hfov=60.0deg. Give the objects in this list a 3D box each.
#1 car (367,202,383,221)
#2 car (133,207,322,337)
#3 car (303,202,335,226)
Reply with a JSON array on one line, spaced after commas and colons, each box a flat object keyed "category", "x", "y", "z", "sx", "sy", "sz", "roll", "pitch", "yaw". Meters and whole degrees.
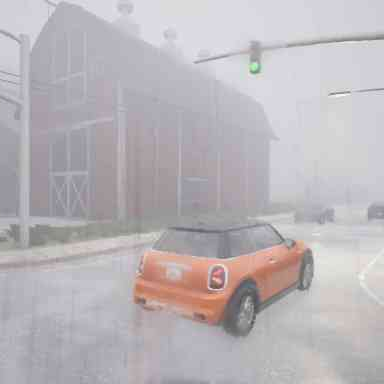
[{"category": "car", "x": 15.547, "y": 1.506, "z": 26.908, "sx": 1.882, "sy": 1.535, "sz": 5.008, "roll": 0, "pitch": 0, "yaw": 36}, {"category": "car", "x": 0.966, "y": 1.340, "z": 7.050, "sx": 2.097, "sy": 1.767, "sz": 4.553, "roll": 0, "pitch": 0, "yaw": 36}, {"category": "car", "x": 8.855, "y": 1.504, "z": 23.875, "sx": 1.837, "sy": 1.490, "sz": 4.892, "roll": 0, "pitch": 0, "yaw": 36}]
